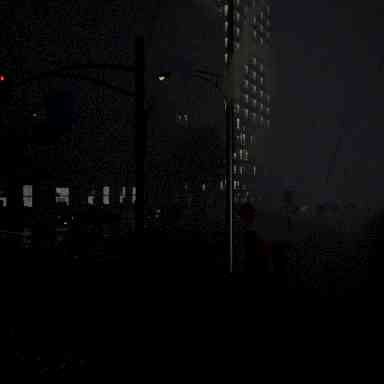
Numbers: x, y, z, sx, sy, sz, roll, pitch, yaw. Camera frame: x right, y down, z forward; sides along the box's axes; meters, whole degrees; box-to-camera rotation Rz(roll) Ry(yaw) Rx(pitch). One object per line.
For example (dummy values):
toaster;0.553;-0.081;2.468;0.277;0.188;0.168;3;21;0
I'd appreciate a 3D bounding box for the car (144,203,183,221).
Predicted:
car;-2.795;1.835;32.894;2.097;1.767;4.553;0;-1;33

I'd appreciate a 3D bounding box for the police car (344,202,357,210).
police car;31.466;2.739;65.857;1.930;1.638;5.238;0;-1;33

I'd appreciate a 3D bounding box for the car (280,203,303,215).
car;13.919;2.459;46.590;1.895;1.301;4.718;0;-1;33

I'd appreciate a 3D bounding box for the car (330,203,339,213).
car;22.503;2.529;53.853;1.882;1.535;5.008;0;-1;33

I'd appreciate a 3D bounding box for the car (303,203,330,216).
car;16.973;2.376;45.239;1.837;1.490;4.892;0;-1;33

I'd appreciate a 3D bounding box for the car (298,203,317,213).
car;19.106;2.534;54.750;1.837;1.490;4.892;0;-1;33

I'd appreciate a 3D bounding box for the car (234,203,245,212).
car;6.992;2.331;48.055;1.812;1.442;4.674;0;-1;33

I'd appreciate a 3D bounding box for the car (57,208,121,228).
car;-7.712;1.921;25.252;1.895;1.301;4.718;0;-1;33

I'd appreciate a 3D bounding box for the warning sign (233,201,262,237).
warning sign;3.104;1.454;18.559;1.300;1.860;1.060;1;1;33
